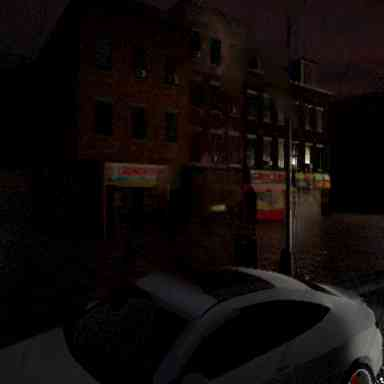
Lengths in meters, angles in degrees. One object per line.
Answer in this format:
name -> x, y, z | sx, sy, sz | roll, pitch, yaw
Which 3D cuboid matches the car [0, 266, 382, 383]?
car -> -0.040, 1.524, 3.038 | 4.674, 1.442, 1.812 | 0, 0, -36
